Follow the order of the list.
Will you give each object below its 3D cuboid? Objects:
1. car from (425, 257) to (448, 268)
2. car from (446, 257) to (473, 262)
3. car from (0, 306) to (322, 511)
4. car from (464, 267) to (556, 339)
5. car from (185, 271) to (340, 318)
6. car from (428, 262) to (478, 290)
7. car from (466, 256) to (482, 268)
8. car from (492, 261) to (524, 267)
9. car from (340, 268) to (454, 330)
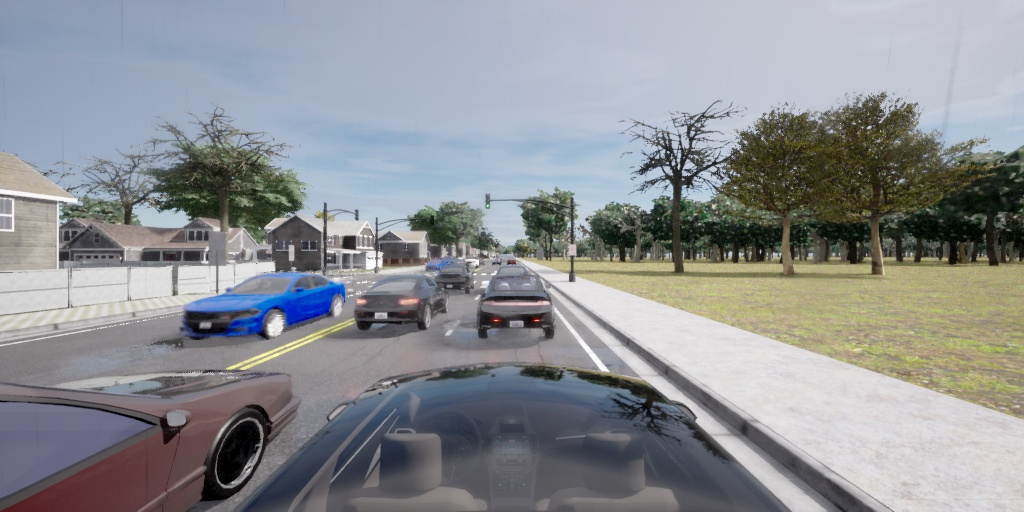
[{"bbox_3d":[-9.873,1.218,46.808,1.882,1.535,5.008,0,0,1],"label":"car"},{"bbox_3d":[-6.636,1.233,45.726,2.128,1.511,4.902,0,0,0],"label":"car"},{"bbox_3d":[-3.152,1.297,1.367,2.033,1.411,5.357,0,0,-1],"label":"car"},{"bbox_3d":[0.095,1.241,10.084,2.128,1.511,4.902,0,0,0],"label":"car"},{"bbox_3d":[-6.606,1.227,10.225,1.882,1.535,5.008,0,0,0],"label":"car"},{"bbox_3d":[-3.153,1.255,20.211,1.837,1.490,4.892,0,0,-1],"label":"car"},{"bbox_3d":[-6.631,0.953,58.831,2.150,2.045,5.566,0,0,1],"label":"car"},{"bbox_3d":[0.030,1.228,19.544,1.882,1.535,5.008,0,0,0],"label":"car"},{"bbox_3d":[-3.154,1.276,10.949,1.812,1.442,4.674,0,0,0],"label":"car"}]
